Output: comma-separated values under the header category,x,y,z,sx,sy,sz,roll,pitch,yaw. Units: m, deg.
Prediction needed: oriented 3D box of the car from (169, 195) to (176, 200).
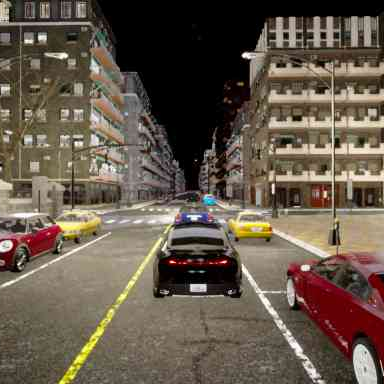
category,x,y,z,sx,sy,sz,roll,pitch,yaw
car,-5.588,1.516,88.192,1.802,1.307,4.206,1,0,0

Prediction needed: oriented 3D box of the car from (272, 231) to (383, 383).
category,x,y,z,sx,sy,sz,roll,pitch,yaw
car,2.705,1.546,4.874,1.887,1.381,4.507,1,0,0

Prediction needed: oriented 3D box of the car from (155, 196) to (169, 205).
category,x,y,z,sx,sy,sz,roll,pitch,yaw
car,-5.618,1.556,59.837,1.802,1.307,4.206,1,0,0

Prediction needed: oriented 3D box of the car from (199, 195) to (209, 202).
category,x,y,z,sx,sy,sz,roll,pitch,yaw
car,2.780,1.503,76.784,2.008,1.369,4.403,1,0,0

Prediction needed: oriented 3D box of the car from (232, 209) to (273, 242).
category,x,y,z,sx,sy,sz,roll,pitch,yaw
car,2.716,1.527,16.277,1.752,1.417,4.829,1,0,0

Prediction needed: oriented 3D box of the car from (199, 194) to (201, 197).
category,x,y,z,sx,sy,sz,roll,pitch,yaw
car,2.762,1.519,59.772,1.887,1.381,4.507,1,0,0

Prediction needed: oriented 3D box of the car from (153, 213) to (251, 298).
category,x,y,z,sx,sy,sz,roll,pitch,yaw
car,0.112,1.506,8.497,1.837,1.490,4.892,0,0,0

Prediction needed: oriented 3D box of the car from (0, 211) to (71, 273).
category,x,y,z,sx,sy,sz,roll,pitch,yaw
car,-5.669,1.442,10.519,1.967,1.590,4.097,1,0,0

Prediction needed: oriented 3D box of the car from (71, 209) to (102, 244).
category,x,y,z,sx,sy,sz,roll,pitch,yaw
car,-5.664,1.527,15.963,1.752,1.417,4.829,1,0,0

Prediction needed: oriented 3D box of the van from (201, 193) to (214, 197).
category,x,y,z,sx,sy,sz,roll,pitch,yaw
van,2.759,1.321,54.100,1.690,1.788,3.998,1,0,0

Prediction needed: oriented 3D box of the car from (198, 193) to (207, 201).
category,x,y,z,sx,sy,sz,roll,pitch,yaw
car,2.795,1.249,88.126,2.192,1.841,5.009,1,0,0

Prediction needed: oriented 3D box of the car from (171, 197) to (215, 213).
category,x,y,z,sx,sy,sz,roll,pitch,yaw
car,0.140,1.354,18.757,2.097,1.767,4.553,0,0,1
